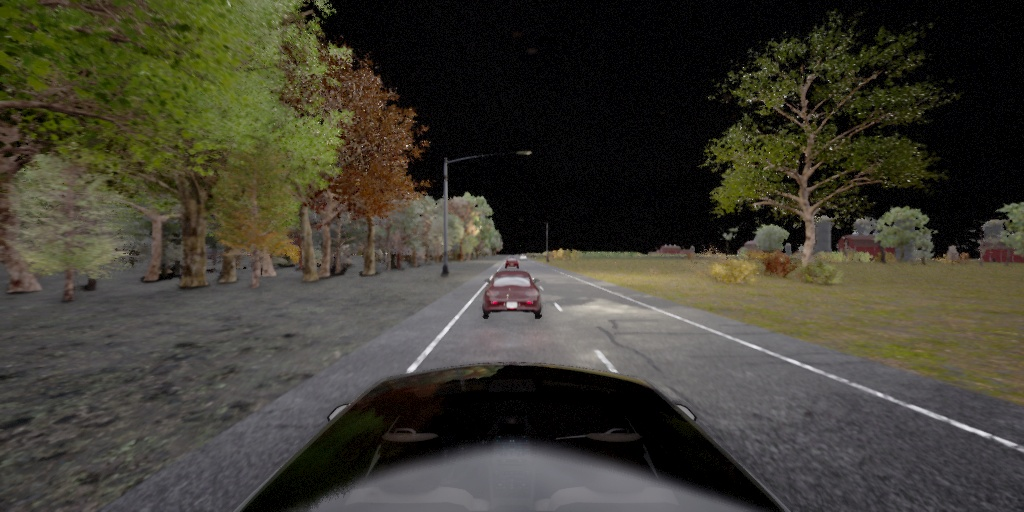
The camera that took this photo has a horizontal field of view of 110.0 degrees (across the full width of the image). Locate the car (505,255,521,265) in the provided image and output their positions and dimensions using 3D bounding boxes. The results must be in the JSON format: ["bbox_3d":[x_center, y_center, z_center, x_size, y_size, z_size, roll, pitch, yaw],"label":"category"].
[{"bbox_3d":[0.003,0.970,51.626,1.882,1.535,5.008,0,0,0],"label":"car"}]

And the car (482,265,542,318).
[{"bbox_3d":[0.000,1.223,12.549,1.812,1.442,4.674,0,0,0],"label":"car"}]
